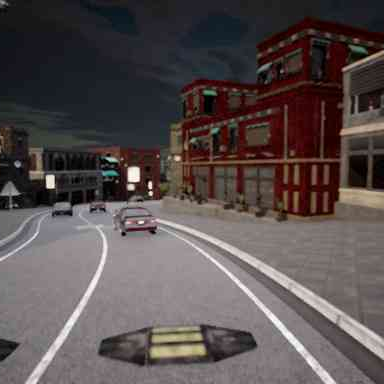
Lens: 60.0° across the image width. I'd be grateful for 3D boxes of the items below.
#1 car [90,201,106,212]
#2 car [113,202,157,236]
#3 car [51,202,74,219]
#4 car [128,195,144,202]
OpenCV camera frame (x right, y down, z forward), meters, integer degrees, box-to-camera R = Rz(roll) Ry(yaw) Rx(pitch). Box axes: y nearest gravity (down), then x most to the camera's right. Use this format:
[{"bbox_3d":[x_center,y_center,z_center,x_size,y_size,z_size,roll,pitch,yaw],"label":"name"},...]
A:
[{"bbox_3d":[-11.719,1.797,41.714,1.895,1.301,4.718,-1,0,-14],"label":"car"},{"bbox_3d":[-3.340,1.559,18.858,2.033,1.411,5.357,-2,0,-19],"label":"car"},{"bbox_3d":[-12.908,1.733,33.236,1.882,1.535,5.008,-2,0,-19],"label":"car"},{"bbox_3d":[-12.585,1.571,74.482,2.097,1.767,4.553,2,0,24],"label":"car"}]
